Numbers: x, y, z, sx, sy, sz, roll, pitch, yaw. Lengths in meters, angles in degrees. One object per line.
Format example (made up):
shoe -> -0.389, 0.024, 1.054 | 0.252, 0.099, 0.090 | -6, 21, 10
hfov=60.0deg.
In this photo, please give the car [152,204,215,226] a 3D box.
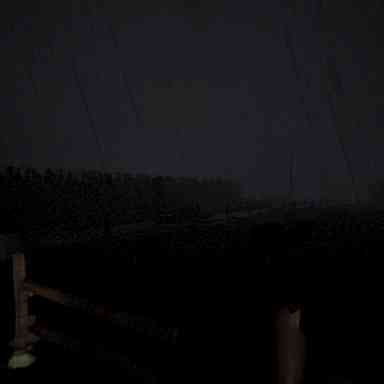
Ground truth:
car -> -0.493, 1.555, 23.483 | 2.033, 1.411, 5.357 | 0, 0, 35
